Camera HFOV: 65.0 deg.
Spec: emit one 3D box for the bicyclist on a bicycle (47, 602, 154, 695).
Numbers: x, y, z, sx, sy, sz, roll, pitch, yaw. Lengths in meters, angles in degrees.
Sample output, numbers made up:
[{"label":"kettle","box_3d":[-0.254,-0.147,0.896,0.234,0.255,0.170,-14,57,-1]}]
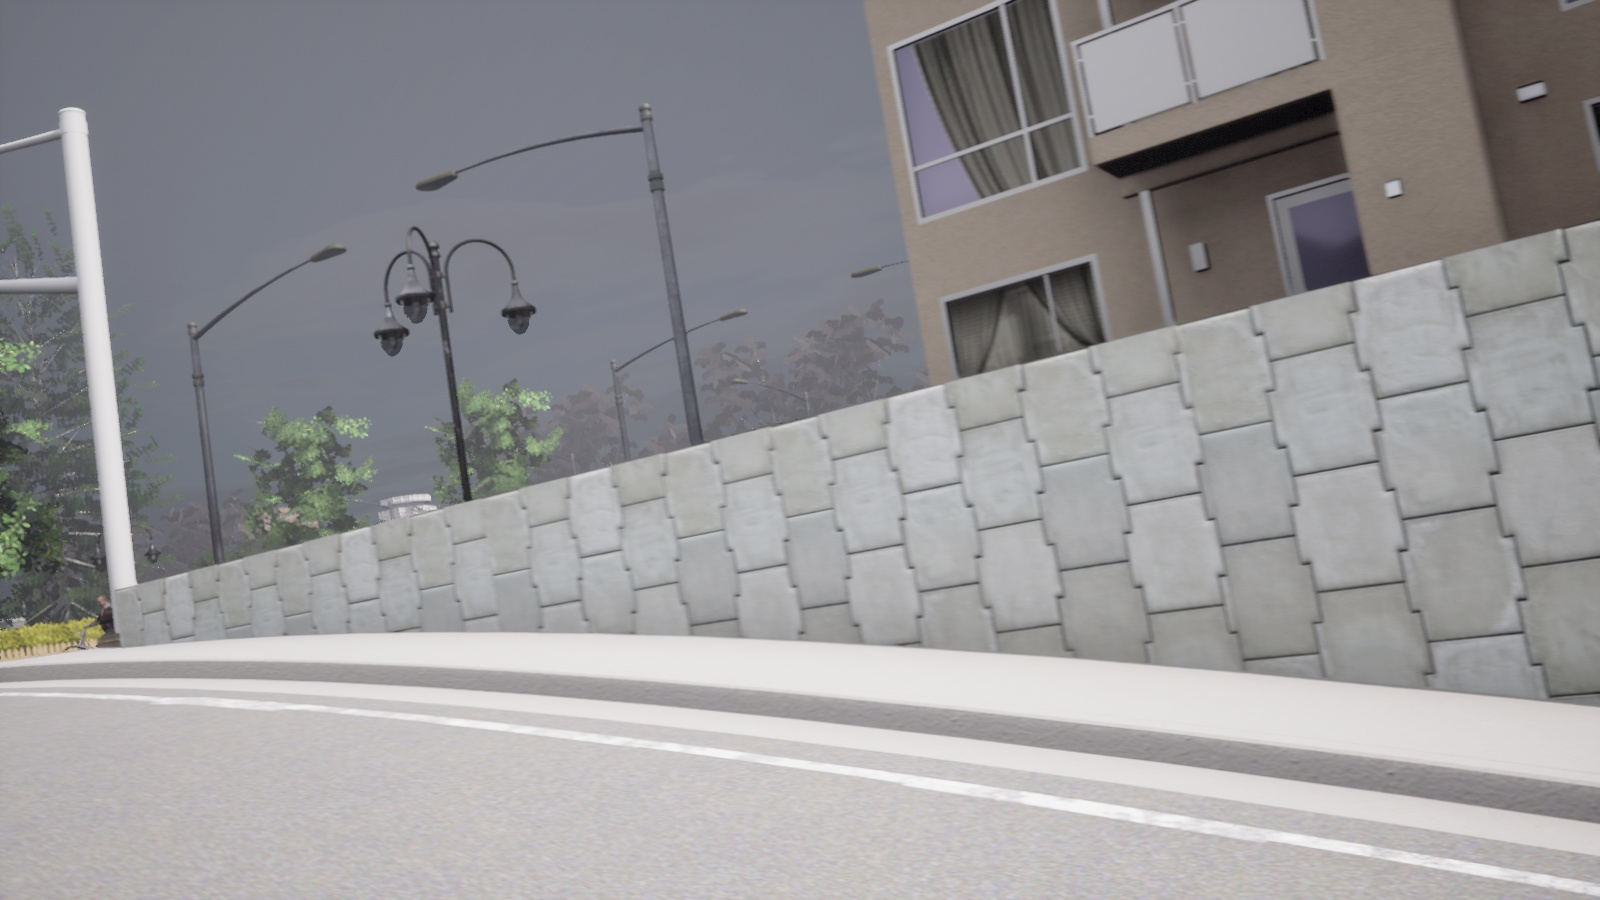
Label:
[{"label":"bicyclist on a bicycle","box_3d":[-15.787,4.463,28.388,0.659,1.776,1.843,-14,-7,34]}]
